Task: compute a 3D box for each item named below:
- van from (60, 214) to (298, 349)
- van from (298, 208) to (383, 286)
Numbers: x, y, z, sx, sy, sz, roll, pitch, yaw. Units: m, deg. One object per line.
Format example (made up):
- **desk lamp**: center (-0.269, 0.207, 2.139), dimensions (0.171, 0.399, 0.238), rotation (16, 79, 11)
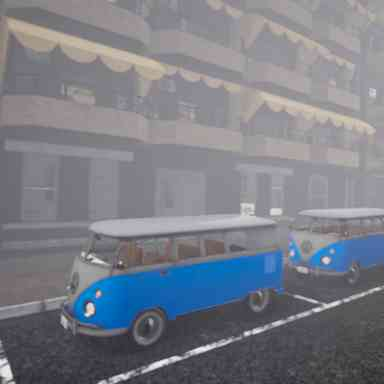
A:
- **van**: center (-0.119, 1.345, 5.992), dimensions (3.998, 1.788, 1.690), rotation (0, 1, -36)
- **van**: center (4.377, 1.353, 9.215), dimensions (3.998, 1.788, 1.690), rotation (0, 1, -36)
